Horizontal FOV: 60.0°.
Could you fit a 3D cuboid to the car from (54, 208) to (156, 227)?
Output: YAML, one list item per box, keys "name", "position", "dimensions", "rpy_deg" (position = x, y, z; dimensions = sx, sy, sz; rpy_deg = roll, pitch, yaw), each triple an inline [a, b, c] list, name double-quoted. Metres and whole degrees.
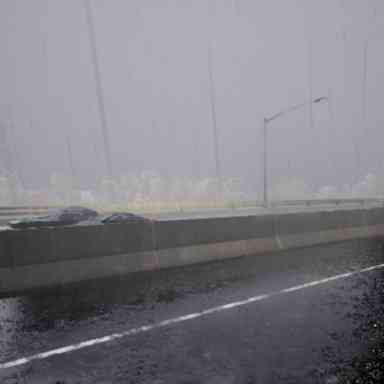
- name: "car"
  position: [-3.417, 1.546, 14.426]
  dimensions: [4.181, 1.385, 1.994]
  rpy_deg: [0, 0, -35]

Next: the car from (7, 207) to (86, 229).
- name: "car"
  position: [-6.501, 1.584, 16.537]
  dimensions: [4.718, 1.301, 1.895]
  rpy_deg: [0, 0, -35]
